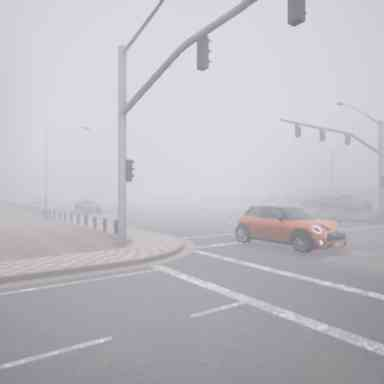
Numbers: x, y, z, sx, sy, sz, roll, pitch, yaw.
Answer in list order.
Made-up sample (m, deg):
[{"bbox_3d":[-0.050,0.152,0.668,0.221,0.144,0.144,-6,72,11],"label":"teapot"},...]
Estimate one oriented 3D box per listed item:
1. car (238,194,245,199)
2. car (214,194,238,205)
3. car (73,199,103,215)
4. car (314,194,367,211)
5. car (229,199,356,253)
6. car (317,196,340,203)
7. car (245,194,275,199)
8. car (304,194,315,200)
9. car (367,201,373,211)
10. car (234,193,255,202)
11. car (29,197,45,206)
[{"bbox_3d":[9.596,1.467,72.760,1.784,1.438,3.905,0,0,-36],"label":"car"},{"bbox_3d":[7.239,1.492,71.079,1.970,1.475,3.806,0,0,-36],"label":"car"},{"bbox_3d":[-10.869,1.551,34.544,1.837,1.490,4.892,0,0,-36],"label":"car"},{"bbox_3d":[16.875,1.226,38.009,1.932,1.855,4.605,0,0,-36],"label":"car"},{"bbox_3d":[3.992,1.349,13.972,2.097,1.767,4.553,0,0,-37],"label":"car"},{"bbox_3d":[27.414,1.489,66.955,1.784,1.438,3.905,0,0,-36],"label":"car"},{"bbox_3d":[11.317,1.480,55.436,1.970,1.475,3.806,0,0,-36],"label":"car"},{"bbox_3d":[25.019,1.272,65.325,1.932,1.855,4.605,0,0,-36],"label":"car"},{"bbox_3d":[19.262,1.235,39.647,1.905,1.878,3.866,0,0,-36],"label":"car"},{"bbox_3d":[11.752,1.262,74.360,1.932,1.855,4.605,0,0,-36],"label":"car"},{"bbox_3d":[-25.374,1.521,54.715,1.994,1.385,4.181,0,0,-36],"label":"car"}]
